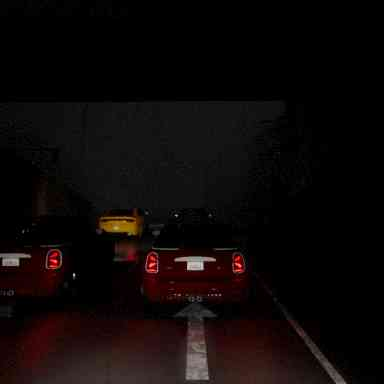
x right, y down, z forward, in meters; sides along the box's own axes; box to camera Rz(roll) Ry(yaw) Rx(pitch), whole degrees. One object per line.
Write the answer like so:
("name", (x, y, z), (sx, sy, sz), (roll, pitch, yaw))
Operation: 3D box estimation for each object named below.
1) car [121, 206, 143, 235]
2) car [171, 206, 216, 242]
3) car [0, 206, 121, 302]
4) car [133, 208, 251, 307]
("car", (-3.431, 1.478, 17.529), (1.882, 1.535, 5.008), (0, 0, 0))
("car", (0.070, 1.547, 17.639), (2.033, 1.411, 5.357), (0, 0, 0))
("car", (-3.428, 1.352, 8.440), (2.097, 1.767, 4.553), (0, 0, 0))
("car", (0.067, 1.352, 8.113), (2.097, 1.767, 4.553), (0, 0, 0))
